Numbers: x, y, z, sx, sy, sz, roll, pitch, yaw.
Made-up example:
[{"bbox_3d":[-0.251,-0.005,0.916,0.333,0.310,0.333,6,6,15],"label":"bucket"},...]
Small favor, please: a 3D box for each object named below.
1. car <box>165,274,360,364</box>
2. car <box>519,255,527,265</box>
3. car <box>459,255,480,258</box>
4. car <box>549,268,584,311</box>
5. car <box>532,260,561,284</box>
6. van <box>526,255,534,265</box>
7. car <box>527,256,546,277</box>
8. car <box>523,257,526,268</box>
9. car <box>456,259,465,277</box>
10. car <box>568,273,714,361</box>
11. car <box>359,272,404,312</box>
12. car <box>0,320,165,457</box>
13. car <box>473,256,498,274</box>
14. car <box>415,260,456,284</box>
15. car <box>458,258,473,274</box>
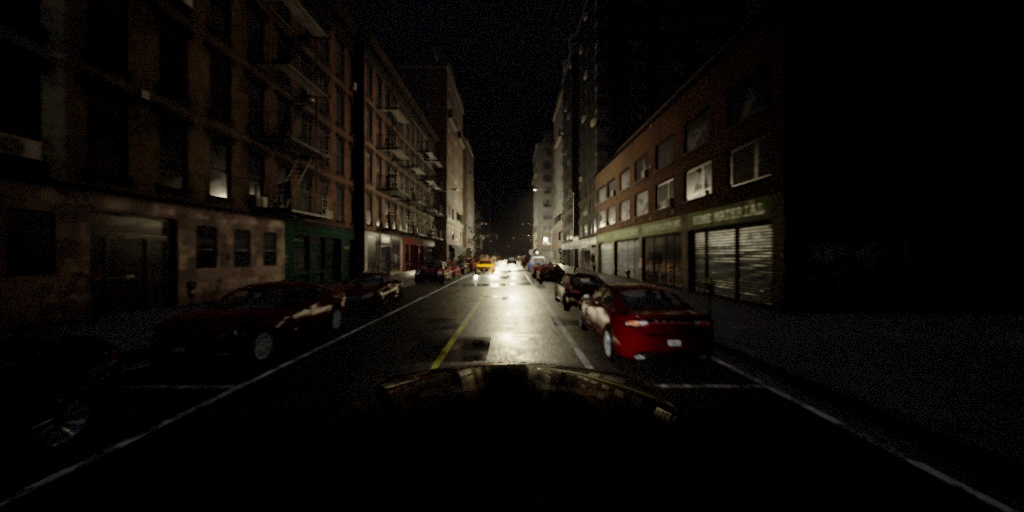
[{"bbox_3d":[-5.393,1.268,8.053,1.888,1.381,4.507,0,0,0],"label":"car"},{"bbox_3d":[2.612,0.810,53.481,2.192,1.841,5.009,0,0,0],"label":"car"},{"bbox_3d":[-5.416,0.872,42.123,2.192,1.841,5.009,0,0,0],"label":"car"},{"bbox_3d":[2.633,1.273,13.729,1.802,1.307,4.207,0,0,0],"label":"car"},{"bbox_3d":[2.627,1.181,25.088,1.888,1.381,4.507,0,0,0],"label":"car"},{"bbox_3d":[2.621,0.921,36.445,1.690,1.789,3.998,0,0,0],"label":"van"},{"bbox_3d":[2.624,1.048,30.766,1.967,1.591,4.097,0,0,0],"label":"car"},{"bbox_3d":[2.618,1.103,42.124,2.007,1.370,4.403,0,0,0],"label":"car"},{"bbox_3d":[-5.408,1.195,30.767,1.802,1.307,4.207,0,0,0],"label":"car"},{"bbox_3d":[2.636,1.263,8.051,1.888,1.381,4.507,0,0,0],"label":"car"},{"bbox_3d":[-5.396,1.278,13.732,1.802,1.307,4.207,0,0,0],"label":"car"},{"bbox_3d":[-5.389,1.316,2.375,1.948,1.339,4.313,0,0,0],"label":"car"},{"bbox_3d":[-2.768,1.081,38.061,1.882,1.535,5.008,0,0,0],"label":"car"},{"bbox_3d":[-5.404,1.080,25.089,1.967,1.591,4.097,0,0,0],"label":"car"},{"bbox_3d":[-5.412,1.151,36.445,1.948,1.339,4.313,0,0,0],"label":"car"}]
